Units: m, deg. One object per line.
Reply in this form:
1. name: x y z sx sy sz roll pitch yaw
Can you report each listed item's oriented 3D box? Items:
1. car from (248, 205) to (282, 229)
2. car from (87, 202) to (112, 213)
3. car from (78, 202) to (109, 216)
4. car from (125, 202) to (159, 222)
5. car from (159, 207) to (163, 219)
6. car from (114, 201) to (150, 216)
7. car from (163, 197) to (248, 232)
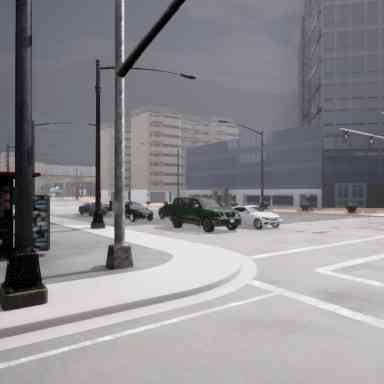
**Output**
1. car: 3.940 1.635 22.720 1.812 1.442 4.674 0 -1 -35
2. car: -12.706 2.060 45.741 1.994 1.385 4.181 0 -1 -35
3. car: -11.381 1.939 37.903 2.033 1.411 5.357 0 -1 -36
4. car: -5.135 1.741 29.287 1.837 1.490 4.892 0 -1 -36
5. car: -1.360 1.740 30.107 1.812 1.442 4.674 0 -1 -36
6. car: -6.873 1.841 37.649 2.128 1.511 4.902 0 -1 -36
7. car: 0.673 1.335 21.289 2.150 2.045 5.566 0 -1 -36
